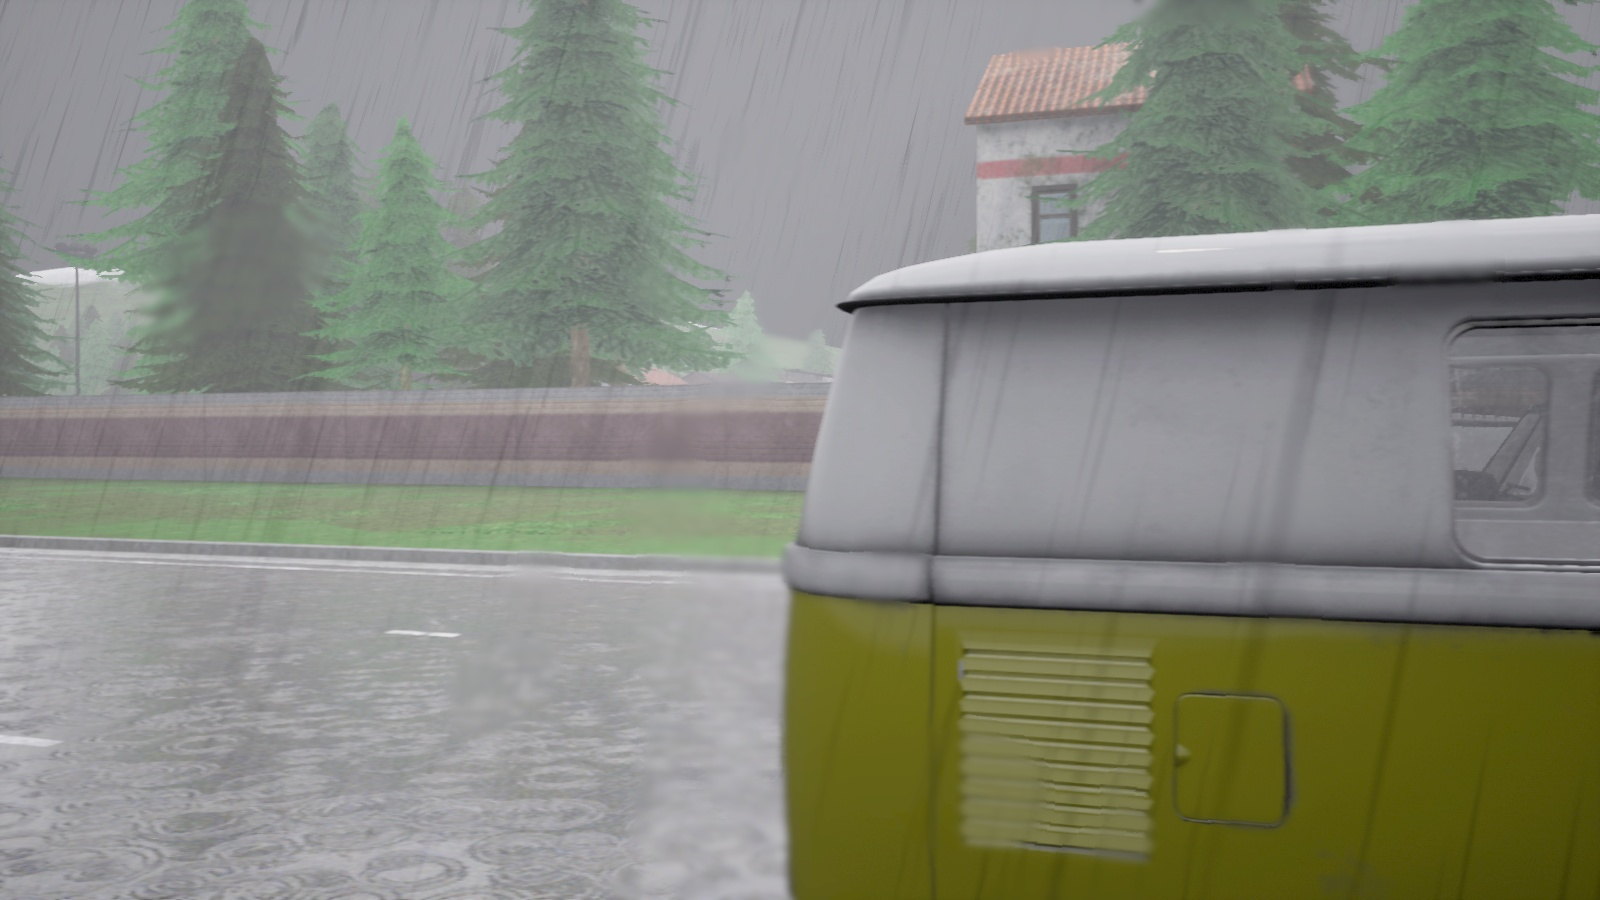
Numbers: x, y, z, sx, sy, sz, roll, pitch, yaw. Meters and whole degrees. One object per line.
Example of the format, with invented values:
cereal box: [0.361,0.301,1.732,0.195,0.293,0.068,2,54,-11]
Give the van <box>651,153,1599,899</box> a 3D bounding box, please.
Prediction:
van: [2.109,0.549,2.480,4.442,1.987,1.775,0,1,19]
